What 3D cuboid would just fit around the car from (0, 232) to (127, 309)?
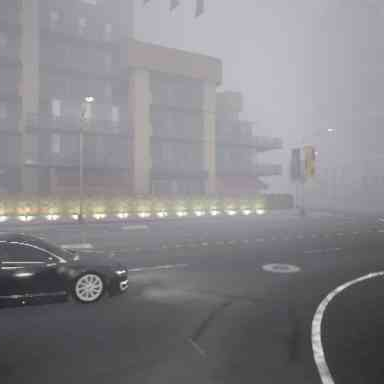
[{"bbox_3d":[-3.789,1.609,6.869,4.892,1.490,1.837,2,-1,-27],"label":"car"}]
